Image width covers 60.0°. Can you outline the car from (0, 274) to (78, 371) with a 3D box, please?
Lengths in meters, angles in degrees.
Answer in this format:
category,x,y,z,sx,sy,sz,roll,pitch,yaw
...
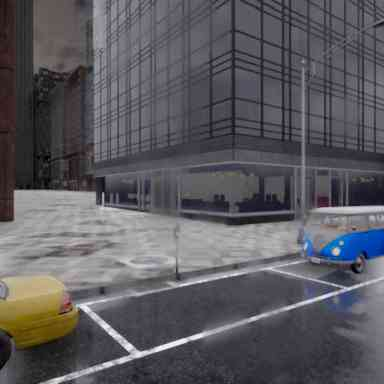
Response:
category,x,y,z,sx,sy,sz,roll,pitch,yaw
car,-3.905,1.525,3.864,4.829,1.417,1.752,0,0,-36

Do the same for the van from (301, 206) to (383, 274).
category,x,y,z,sx,sy,sz,roll,pitch,yaw
van,5.080,1.340,10.288,3.998,1.788,1.690,0,0,-36
